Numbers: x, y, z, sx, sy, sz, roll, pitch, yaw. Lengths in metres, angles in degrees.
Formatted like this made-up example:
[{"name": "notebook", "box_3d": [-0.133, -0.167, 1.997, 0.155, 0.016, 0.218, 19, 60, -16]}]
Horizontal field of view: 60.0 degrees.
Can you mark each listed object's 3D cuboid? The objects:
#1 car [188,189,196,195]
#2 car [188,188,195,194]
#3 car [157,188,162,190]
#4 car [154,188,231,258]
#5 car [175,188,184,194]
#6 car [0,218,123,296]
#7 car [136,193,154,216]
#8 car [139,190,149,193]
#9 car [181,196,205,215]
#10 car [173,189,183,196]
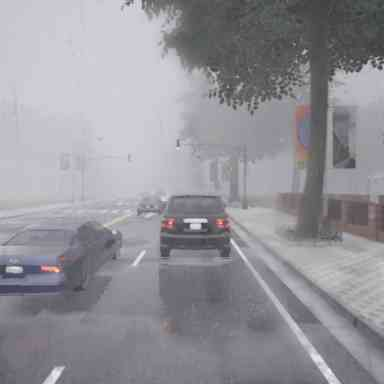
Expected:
[{"name": "car", "box_3d": [-0.016, 0.024, 78.779, 1.812, 1.442, 4.674, 0, 1, 0]}, {"name": "car", "box_3d": [-0.018, -0.285, 88.782, 1.812, 1.442, 4.674, 0, 1, 0]}, {"name": "car", "box_3d": [-6.516, 0.069, 68.235, 2.097, 1.767, 4.553, 0, 1, 0]}, {"name": "car", "box_3d": [0.098, 0.991, 11.875, 2.150, 2.045, 5.566, 0, 1, 0]}, {"name": "car", "box_3d": [-3.268, -0.269, 88.781, 2.033, 1.411, 5.357, 0, 1, 0]}, {"name": "car", "box_3d": [-3.152, 1.384, 8.435, 2.033, 1.411, 5.357, 0, 1, 0]}, {"name": "car", "box_3d": [-3.155, 1.048, 26.272, 2.033, 1.411, 5.357, 0, 1, 0]}, {"name": "car", "box_3d": [-9.764, 0.240, 68.131, 1.812, 1.442, 4.674, 0, 1, 0]}, {"name": "car", "box_3d": [0.094, 1.064, 28.260, 1.895, 1.301, 4.718, 0, 1, 0]}, {"name": "car", "box_3d": [-3.266, 0.031, 78.366, 2.128, 1.511, 4.902, 0, 1, 0]}]
